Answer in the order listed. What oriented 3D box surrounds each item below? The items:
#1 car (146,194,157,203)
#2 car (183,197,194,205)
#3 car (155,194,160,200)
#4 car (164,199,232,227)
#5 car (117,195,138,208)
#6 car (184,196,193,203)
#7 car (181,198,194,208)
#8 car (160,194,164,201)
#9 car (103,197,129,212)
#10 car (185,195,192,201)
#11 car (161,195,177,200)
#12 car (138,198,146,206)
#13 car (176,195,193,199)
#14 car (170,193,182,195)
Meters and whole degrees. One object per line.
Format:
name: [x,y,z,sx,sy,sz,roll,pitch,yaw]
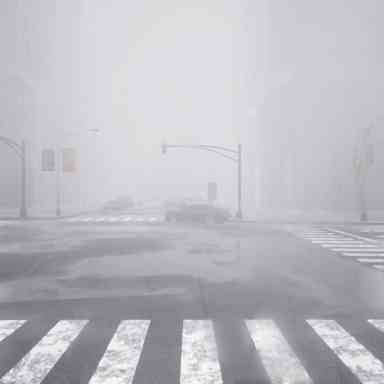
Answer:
car: [-9.265,1.661,71.504,1.802,1.307,4.206,0,0,0]
car: [-0.682,1.596,60.690,1.887,1.381,4.507,0,0,0]
car: [-9.295,1.408,76.930,2.192,1.841,5.009,0,0,0]
car: [0.387,1.521,23.292,4.892,1.490,1.837,1,2,27]
car: [-9.120,1.330,44.374,2.192,1.841,5.009,0,0,0]
car: [-0.741,1.604,71.710,1.752,1.417,4.829,0,0,0]
car: [-0.623,1.609,49.840,1.802,1.307,4.206,0,0,0]
car: [-9.381,1.685,93.207,1.887,1.381,4.507,0,0,0]
car: [-9.090,1.570,38.948,1.947,1.339,4.313,0,0,0]
car: [-0.857,1.685,93.240,1.887,1.381,4.507,0,0,0]
car: [-3.298,1.597,52.669,1.994,1.385,4.181,0,0,0]
car: [-9.176,1.564,55.056,1.752,1.417,4.829,0,0,0]
car: [-0.566,1.444,38.991,1.967,1.590,4.097,0,0,0]
car: [-3.513,1.445,75.552,2.097,1.767,4.553,0,0,0]
